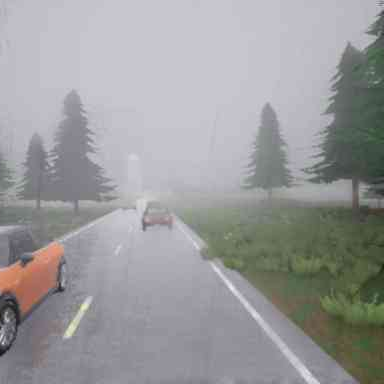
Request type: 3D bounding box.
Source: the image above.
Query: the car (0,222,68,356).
[{"bbox_3d":[-3.857,1.479,6.081,2.097,1.767,4.553,-2,0,-6],"label":"car"}]

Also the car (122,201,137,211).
[{"bbox_3d":[-8.710,1.904,46.631,1.895,1.301,4.718,-2,0,-7],"label":"car"}]

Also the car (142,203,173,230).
[{"bbox_3d":[-2.341,1.687,22.153,1.895,1.301,4.718,-2,0,-7],"label":"car"}]

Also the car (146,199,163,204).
[{"bbox_3d":[-4.864,1.682,42.945,1.837,1.490,4.892,-2,0,-7],"label":"car"}]
